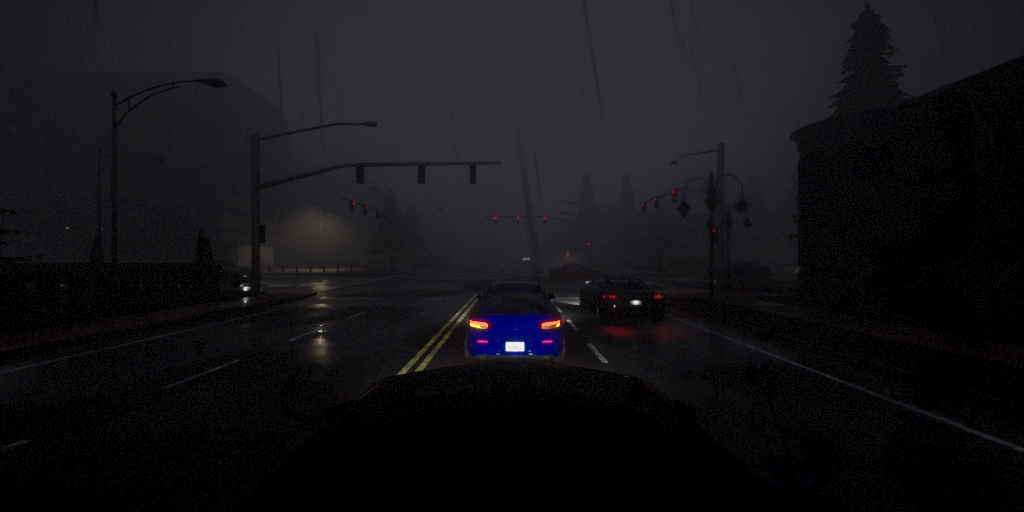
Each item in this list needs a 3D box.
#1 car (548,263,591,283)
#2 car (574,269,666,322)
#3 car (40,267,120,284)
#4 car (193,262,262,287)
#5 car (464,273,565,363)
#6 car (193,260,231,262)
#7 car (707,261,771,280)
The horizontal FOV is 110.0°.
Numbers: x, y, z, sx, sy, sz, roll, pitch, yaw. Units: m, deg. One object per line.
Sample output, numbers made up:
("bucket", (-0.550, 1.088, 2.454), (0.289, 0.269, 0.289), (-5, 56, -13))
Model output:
("car", (5.013, 1.275, 26.959), (4.674, 1.442, 1.812), (0, 0, 1))
("car", (3.581, 1.314, 12.349), (1.994, 1.385, 4.181), (0, 0, 0))
("car", (-28.422, 1.351, 23.892), (4.718, 1.301, 1.895), (0, 0, 0))
("car", (-19.315, 1.276, 23.904), (4.674, 1.442, 1.812), (0, 0, 0))
("car", (0.063, 1.276, 7.998), (1.812, 1.442, 4.674), (0, 0, 0))
("car", (-22.199, 1.102, 27.383), (4.553, 1.767, 2.097), (0, 0, 0))
("car", (19.374, 1.228, 30.754), (5.008, 1.535, 1.882), (0, 0, -1))
